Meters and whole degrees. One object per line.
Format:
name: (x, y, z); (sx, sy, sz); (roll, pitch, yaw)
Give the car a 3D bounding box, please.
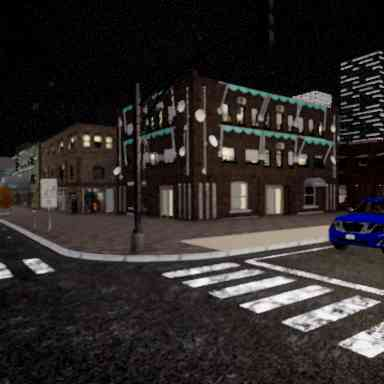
car: (7.785, 1.214, 13.222); (5.566, 2.045, 2.150); (0, 0, -35)
